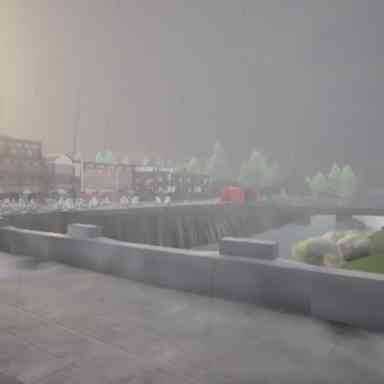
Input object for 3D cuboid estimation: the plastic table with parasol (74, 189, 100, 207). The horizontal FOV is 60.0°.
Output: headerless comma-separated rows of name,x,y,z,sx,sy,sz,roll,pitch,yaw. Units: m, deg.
plastic table with parasol,-15.079,0.890,47.802,2.482,2.480,2.482,0,0,36
